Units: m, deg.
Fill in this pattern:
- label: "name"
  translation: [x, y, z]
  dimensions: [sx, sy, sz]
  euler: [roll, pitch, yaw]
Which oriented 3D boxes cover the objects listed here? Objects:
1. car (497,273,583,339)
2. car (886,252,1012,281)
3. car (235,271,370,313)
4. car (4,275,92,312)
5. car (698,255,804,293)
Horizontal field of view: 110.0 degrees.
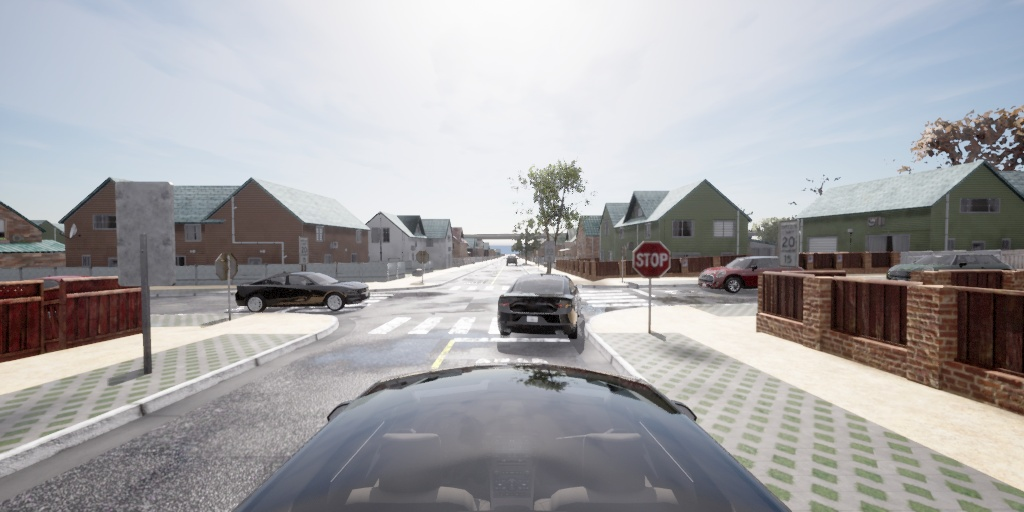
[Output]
- label: "car"
  translation: [0.953, 1.224, 10.216]
  dimensions: [1.882, 1.535, 5.008]
  euler: [0, 0, 12]
- label: "car"
  translation: [21.693, 0.645, 17.908]
  dimensions: [4.553, 1.767, 2.097]
  euler: [-1, 2, 0]
- label: "car"
  translation: [-8.475, 1.376, 14.738]
  dimensions: [5.008, 1.535, 1.882]
  euler: [-1, 2, 0]
- label: "car"
  translation: [-18.028, 1.546, 14.670]
  dimensions: [5.008, 1.535, 1.882]
  euler: [-1, 2, 0]
- label: "car"
  translation: [11.798, 0.819, 17.831]
  dimensions: [4.553, 1.767, 2.097]
  euler: [-1, 2, 0]
